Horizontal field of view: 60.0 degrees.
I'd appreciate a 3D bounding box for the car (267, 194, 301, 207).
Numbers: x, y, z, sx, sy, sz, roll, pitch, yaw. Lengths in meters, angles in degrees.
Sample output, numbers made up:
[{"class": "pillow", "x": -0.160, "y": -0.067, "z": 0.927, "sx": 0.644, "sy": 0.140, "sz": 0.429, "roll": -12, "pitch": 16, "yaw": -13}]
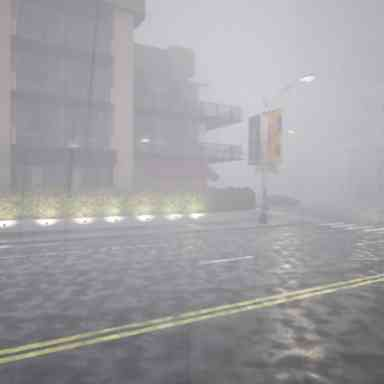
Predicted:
[{"class": "car", "x": 11.337, "y": 1.036, "z": 41.419, "sx": 1.882, "sy": 1.535, "sz": 5.008, "roll": 0, "pitch": 1, "yaw": -29}]
